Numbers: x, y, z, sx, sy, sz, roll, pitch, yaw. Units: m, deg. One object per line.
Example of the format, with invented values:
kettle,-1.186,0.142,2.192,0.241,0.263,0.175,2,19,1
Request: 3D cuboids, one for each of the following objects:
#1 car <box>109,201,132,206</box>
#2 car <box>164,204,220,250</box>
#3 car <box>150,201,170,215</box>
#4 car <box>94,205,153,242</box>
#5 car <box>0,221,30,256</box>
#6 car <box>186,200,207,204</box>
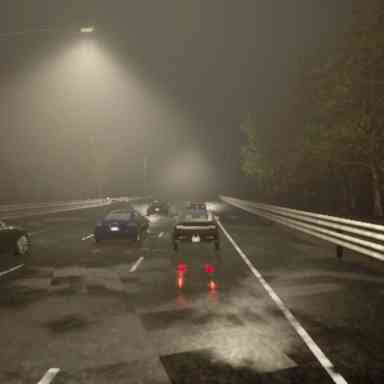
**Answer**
car,-6.464,1.513,29.803,1.812,1.442,4.674,0,0,-1
car,0.170,1.490,14.407,2.128,1.511,4.902,0,0,1
car,-3.082,1.545,31.832,1.994,1.385,4.181,0,0,1
car,-3.308,1.560,16.318,1.994,1.385,4.181,0,0,1
car,-6.875,1.492,10.254,2.128,1.511,4.902,0,0,1
car,0.404,1.472,31.208,2.128,1.511,4.902,0,0,1
